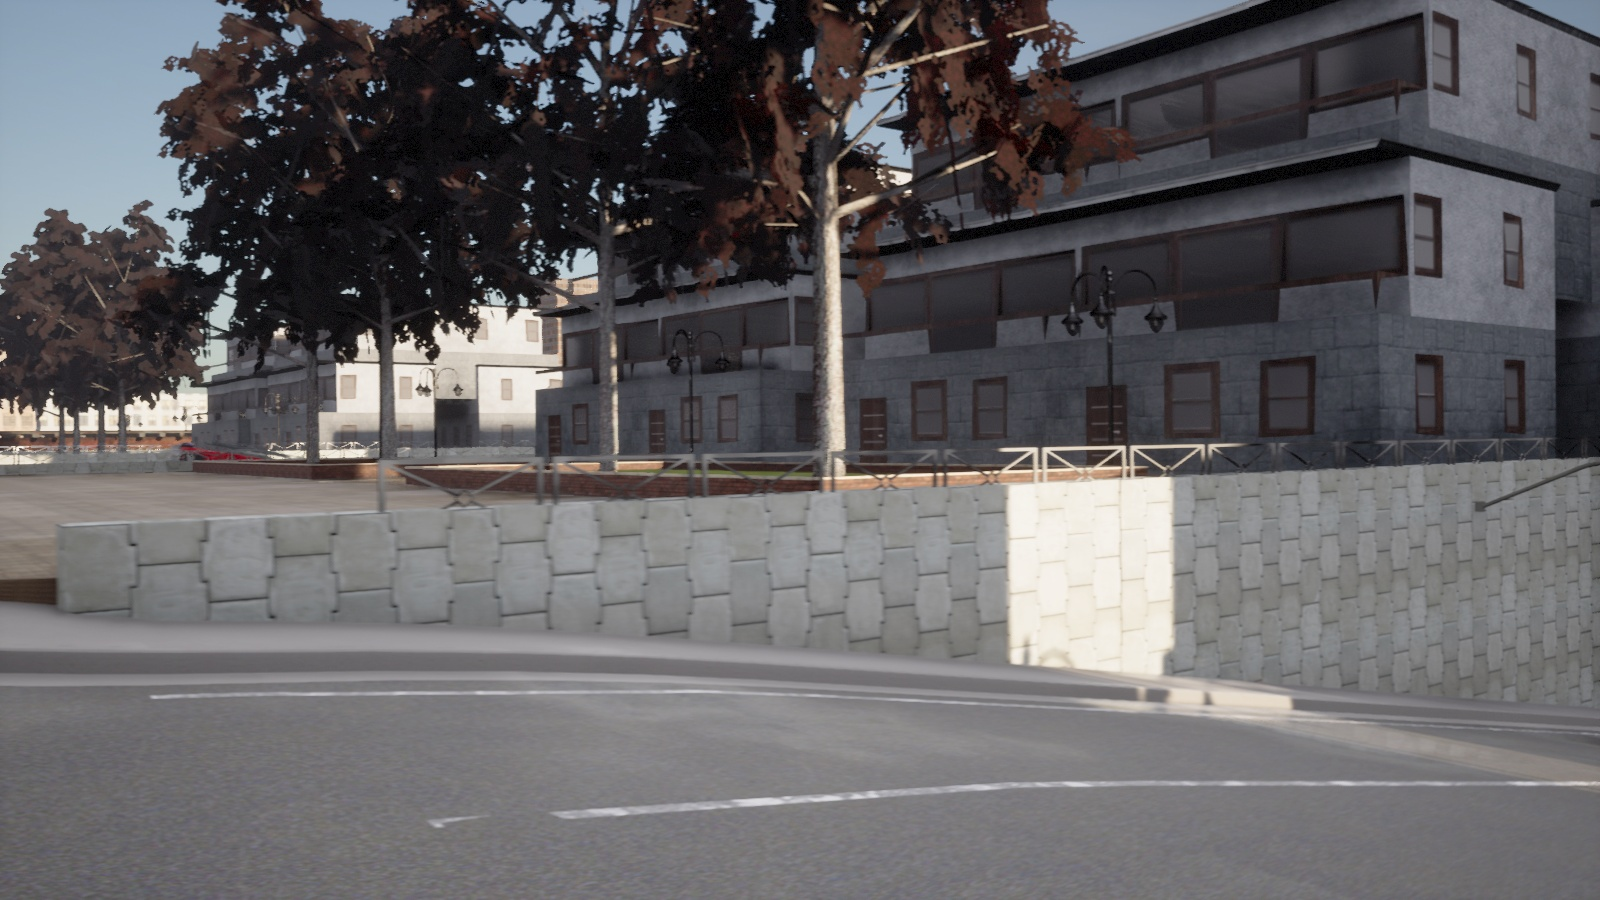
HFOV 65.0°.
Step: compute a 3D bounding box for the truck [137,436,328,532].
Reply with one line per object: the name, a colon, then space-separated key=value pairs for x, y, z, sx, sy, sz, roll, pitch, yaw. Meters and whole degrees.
truck: x=-30.586 y=1.896 z=67.952 sx=8.468 sy=3.827 sz=2.891 roll=12 pitch=-7 yaw=-35
